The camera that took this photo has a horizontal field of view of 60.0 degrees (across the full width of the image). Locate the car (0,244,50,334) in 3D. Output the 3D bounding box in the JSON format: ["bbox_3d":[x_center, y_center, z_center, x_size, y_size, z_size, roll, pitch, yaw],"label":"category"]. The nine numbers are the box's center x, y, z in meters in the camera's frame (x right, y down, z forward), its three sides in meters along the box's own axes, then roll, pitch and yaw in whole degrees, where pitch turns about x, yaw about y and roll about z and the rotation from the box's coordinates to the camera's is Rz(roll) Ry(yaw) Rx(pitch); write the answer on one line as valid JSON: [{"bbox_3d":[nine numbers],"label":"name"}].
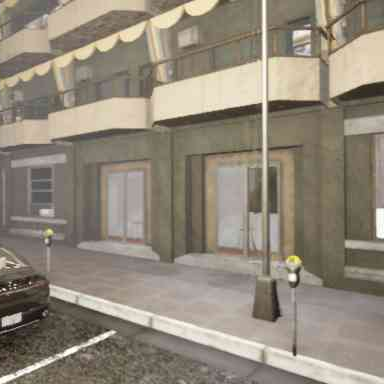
[{"bbox_3d":[-4.301,1.562,5.943,4.403,1.369,2.008,0,0,35],"label":"car"}]
